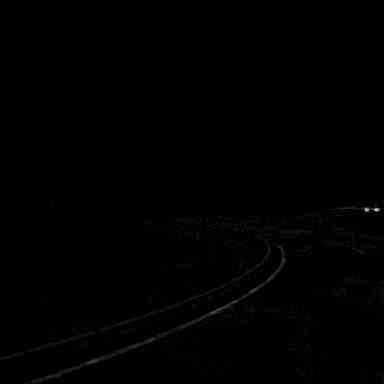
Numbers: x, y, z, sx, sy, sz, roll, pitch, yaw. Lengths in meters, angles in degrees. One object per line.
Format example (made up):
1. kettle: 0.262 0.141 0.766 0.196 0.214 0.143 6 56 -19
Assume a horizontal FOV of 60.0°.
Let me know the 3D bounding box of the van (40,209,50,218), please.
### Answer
1. van: -33.471 4.917 75.822 1.878 1.987 4.442 0 -5 -27

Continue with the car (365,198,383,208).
1. car: 32.191 1.823 58.130 4.553 1.767 2.097 0 -1 -37

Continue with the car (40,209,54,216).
1. car: -28.389 4.305 65.961 2.002 1.452 4.674 2 -6 -27

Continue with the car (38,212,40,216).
1. car: -30.907 4.728 70.828 2.163 1.488 4.792 0 -5 -27

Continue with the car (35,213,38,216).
1. car: -38.441 6.045 85.497 2.002 1.452 4.674 0 -5 -27
